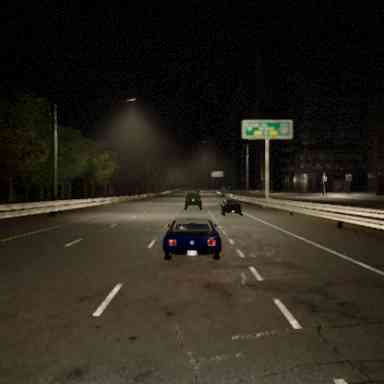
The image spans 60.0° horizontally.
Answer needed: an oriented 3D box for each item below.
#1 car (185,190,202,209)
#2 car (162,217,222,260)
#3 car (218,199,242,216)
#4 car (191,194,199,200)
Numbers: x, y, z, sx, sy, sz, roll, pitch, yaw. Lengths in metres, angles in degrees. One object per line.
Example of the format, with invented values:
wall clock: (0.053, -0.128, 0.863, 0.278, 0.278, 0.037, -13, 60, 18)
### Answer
car: (0.192, 1.146, 44.101, 2.150, 2.045, 5.566, 0, 0, 1)
car: (0.011, 1.595, 12.469, 1.895, 1.301, 4.718, 0, 0, 0)
car: (3.701, 1.466, 32.177, 1.837, 1.490, 4.892, 0, 1, 0)
car: (0.655, 1.189, 80.142, 1.812, 1.442, 4.674, 0, 1, 1)
